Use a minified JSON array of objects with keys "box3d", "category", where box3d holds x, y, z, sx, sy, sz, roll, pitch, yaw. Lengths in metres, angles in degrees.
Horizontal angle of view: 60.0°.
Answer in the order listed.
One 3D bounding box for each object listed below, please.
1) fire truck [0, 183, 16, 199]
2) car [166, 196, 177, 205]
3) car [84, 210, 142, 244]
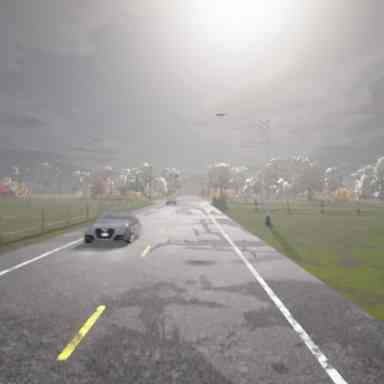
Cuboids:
[{"box3d":[-47.981,-0.349,81.649,8.468,3.827,2.891,1,-1,3],"category":"fire truck"},{"box3d":[-3.554,1.510,58.235,1.837,1.490,4.892,0,0,1],"category":"car"},{"box3d":[-3.603,1.562,15.722,1.994,1.385,4.181,0,0,0],"category":"car"}]
